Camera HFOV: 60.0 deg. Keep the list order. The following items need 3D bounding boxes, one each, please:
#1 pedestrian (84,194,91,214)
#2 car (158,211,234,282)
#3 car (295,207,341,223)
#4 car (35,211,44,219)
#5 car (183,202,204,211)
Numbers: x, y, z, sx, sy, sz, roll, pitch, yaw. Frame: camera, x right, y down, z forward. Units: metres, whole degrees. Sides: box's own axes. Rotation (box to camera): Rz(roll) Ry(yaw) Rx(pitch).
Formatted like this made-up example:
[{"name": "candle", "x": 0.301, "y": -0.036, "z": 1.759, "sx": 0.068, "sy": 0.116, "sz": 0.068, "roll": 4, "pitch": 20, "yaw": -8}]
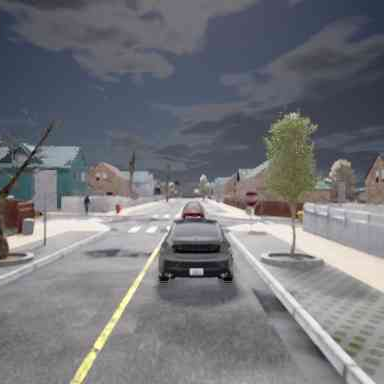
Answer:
[{"name": "pedestrian", "x": -9.621, "y": 1.079, "z": 30.438, "sx": 0.375, "sy": 1.860, "sz": 0.375, "roll": 0, "pitch": -2, "yaw": 0}, {"name": "car", "x": 0.100, "y": 1.519, "z": 9.774, "sx": 1.837, "sy": 1.490, "sz": 4.892, "roll": 0, "pitch": 0, "yaw": 0}, {"name": "car", "x": 11.032, "y": 1.828, "z": 27.488, "sx": 5.008, "sy": 1.535, "sz": 1.882, "roll": 1, "pitch": -1, "yaw": -1}, {"name": "car", "x": -13.441, "y": 1.226, "z": 24.577, "sx": 5.008, "sy": 1.535, "sz": 1.882, "roll": 1, "pitch": -1, "yaw": 0}, {"name": "car", "x": 0.115, "y": 1.656, "z": 31.837, "sx": 1.994, "sy": 1.385, "sz": 4.181, "roll": 0, "pitch": 1, "yaw": 0}]
